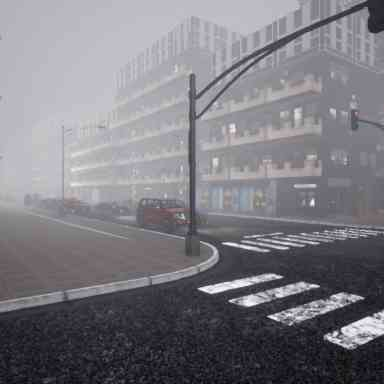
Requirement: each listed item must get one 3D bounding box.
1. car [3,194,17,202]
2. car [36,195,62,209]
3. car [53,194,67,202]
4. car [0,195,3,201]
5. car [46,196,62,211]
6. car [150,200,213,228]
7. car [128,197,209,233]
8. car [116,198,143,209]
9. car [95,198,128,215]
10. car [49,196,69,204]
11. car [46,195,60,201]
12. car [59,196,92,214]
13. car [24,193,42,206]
[{"bbox_3d":[-38.107,1.412,70.144,1.802,1.307,4.206,0,0,-36],"label":"car"},{"bbox_3d":[-18.171,1.436,42.619,1.947,1.339,4.313,0,0,-36],"label":"car"},{"bbox_3d":[-27.996,1.269,70.472,1.967,1.590,4.097,0,0,-36],"label":"car"},{"bbox_3d":[-41.430,1.269,74.730,1.967,1.590,4.097,0,0,-36],"label":"car"},{"bbox_3d":[-14.848,1.451,38.030,1.947,1.339,4.313,0,0,-36],"label":"car"},{"bbox_3d":[-0.837,1.418,23.100,1.882,1.535,5.008,0,0,-36],"label":"car"},{"bbox_3d":[-1.556,1.264,19.679,2.192,1.841,5.009,0,0,-36],"label":"car"},{"bbox_3d":[-8.061,1.465,42.947,1.802,1.307,4.206,0,0,-36],"label":"car"},{"bbox_3d":[-7.883,1.507,32.833,1.895,1.301,4.718,0,0,-36],"label":"car"},{"bbox_3d":[-24.517,1.383,61.265,2.033,1.411,5.357,0,0,-37],"label":"car"},{"bbox_3d":[-31.318,1.379,75.058,2.008,1.369,4.403,0,0,-36],"label":"car"},{"bbox_3d":[-11.524,1.444,33.442,1.887,1.381,4.507,0,0,-36],"label":"car"},{"bbox_3d":[-24.815,1.162,51.793,2.192,1.841,5.009,0,0,-36],"label":"car"}]
